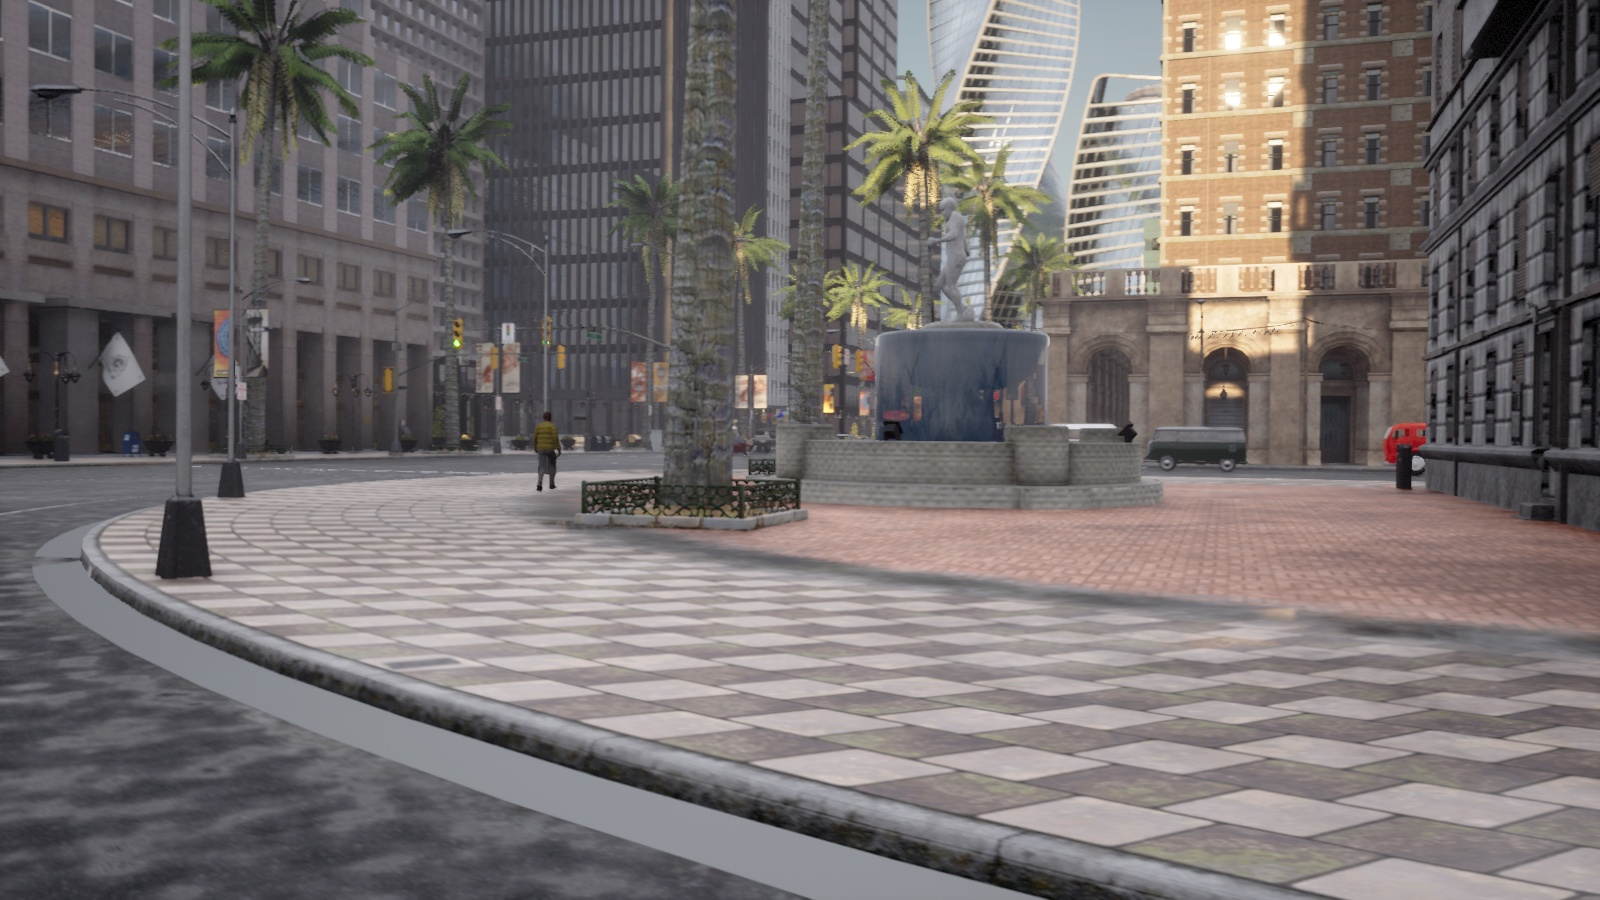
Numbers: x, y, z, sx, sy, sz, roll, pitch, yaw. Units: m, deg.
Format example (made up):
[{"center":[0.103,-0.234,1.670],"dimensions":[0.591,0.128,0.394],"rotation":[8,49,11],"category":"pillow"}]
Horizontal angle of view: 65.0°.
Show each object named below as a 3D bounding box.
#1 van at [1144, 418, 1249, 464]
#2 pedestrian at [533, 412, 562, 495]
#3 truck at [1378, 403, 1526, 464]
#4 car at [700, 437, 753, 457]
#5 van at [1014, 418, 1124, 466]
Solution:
[{"center":[17.762,-0.383,56.238],"dimensions":[4.442,1.987,1.775],"rotation":[0,1,20],"category":"van"},{"center":[-5.636,0.079,28.022],"dimensions":[0.370,1.835,0.726],"rotation":[0,1,11],"category":"pedestrian"},{"center":[27.375,-0.661,52.946],"dimensions":[5.204,2.467,2.627],"rotation":[0,1,19],"category":"truck"},{"center":[-4.877,-0.201,84.236],"dimensions":[1.895,1.301,4.718],"rotation":[0,1,19],"category":"car"},{"center":[11.725,-0.341,54.660],"dimensions":[4.480,2.038,2.069],"rotation":[0,1,19],"category":"van"}]
